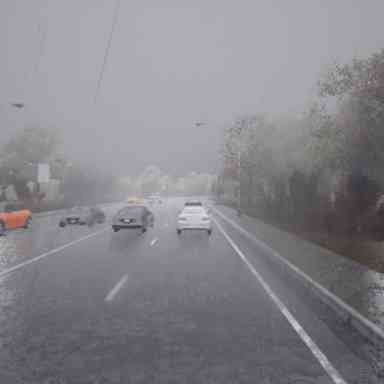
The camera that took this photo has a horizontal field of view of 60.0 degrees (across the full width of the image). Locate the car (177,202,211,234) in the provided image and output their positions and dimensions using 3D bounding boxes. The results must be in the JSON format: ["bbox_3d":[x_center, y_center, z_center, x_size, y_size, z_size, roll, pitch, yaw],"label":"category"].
[{"bbox_3d":[0.116,1.520,19.070,1.812,1.442,4.674,0,0,0],"label":"car"}]

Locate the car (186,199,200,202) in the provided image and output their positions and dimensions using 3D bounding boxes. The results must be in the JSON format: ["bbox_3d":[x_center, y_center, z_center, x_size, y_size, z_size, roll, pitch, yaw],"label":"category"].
[{"bbox_3d":[0.129,1.466,36.934,1.882,1.535,5.008,0,0,0],"label":"car"}]

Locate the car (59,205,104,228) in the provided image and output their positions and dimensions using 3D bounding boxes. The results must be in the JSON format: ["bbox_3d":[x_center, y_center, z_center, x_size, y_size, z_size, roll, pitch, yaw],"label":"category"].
[{"bbox_3d":[-7.081,1.556,21.760,1.994,1.385,4.181,0,0,0],"label":"car"}]

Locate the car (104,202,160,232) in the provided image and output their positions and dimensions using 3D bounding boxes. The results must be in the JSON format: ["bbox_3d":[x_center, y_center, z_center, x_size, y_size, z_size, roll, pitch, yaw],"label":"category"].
[{"bbox_3d":[-3.383,1.541,19.853,2.033,1.411,5.357,0,0,0],"label":"car"}]

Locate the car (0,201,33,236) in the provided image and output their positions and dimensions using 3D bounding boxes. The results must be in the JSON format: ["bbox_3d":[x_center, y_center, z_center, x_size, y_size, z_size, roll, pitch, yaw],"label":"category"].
[{"bbox_3d":[-10.584,1.345,18.026,2.097,1.767,4.553,0,0,0],"label":"car"}]

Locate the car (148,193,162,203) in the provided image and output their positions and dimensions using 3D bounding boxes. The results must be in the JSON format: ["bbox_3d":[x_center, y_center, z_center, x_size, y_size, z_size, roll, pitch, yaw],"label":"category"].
[{"bbox_3d":[-6.966,1.203,62.693,2.150,2.045,5.566,0,0,1],"label":"car"}]

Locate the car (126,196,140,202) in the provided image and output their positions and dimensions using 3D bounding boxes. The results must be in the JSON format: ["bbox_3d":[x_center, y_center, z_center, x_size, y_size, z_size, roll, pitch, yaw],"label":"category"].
[{"bbox_3d":[-10.486,1.458,59.601,1.882,1.535,5.008,0,0,1],"label":"car"}]
